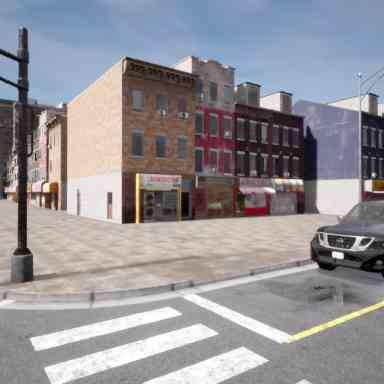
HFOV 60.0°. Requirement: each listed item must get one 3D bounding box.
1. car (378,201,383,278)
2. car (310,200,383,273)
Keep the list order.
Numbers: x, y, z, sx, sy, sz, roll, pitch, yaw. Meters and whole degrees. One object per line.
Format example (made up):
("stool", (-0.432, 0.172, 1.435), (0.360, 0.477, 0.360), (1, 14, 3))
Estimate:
("car", (6.361, 1.243, 6.819), (5.566, 2.045, 2.150), (0, 0, -35))
("car", (5.960, 1.266, 10.022), (5.566, 2.045, 2.150), (0, -1, -35))
